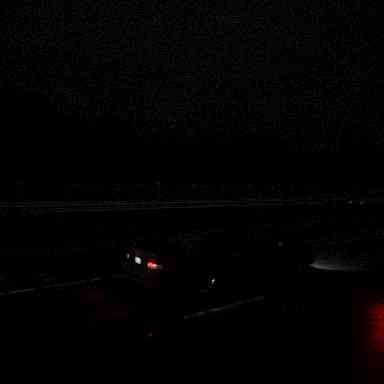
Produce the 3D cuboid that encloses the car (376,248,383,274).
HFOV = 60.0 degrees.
[{"bbox_3d":[6.800,1.597,8.547,4.718,1.301,1.895,0,0,-35],"label":"car"}]

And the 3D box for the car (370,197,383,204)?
[{"bbox_3d":[25.356,1.428,42.483,4.553,1.767,2.097,0,0,-33],"label":"car"}]

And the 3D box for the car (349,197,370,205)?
[{"bbox_3d":[23.428,1.471,45.404,4.553,1.767,2.097,0,0,-33],"label":"car"}]

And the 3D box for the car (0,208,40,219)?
[{"bbox_3d":[-8.413,1.600,15.177,4.718,1.301,1.895,0,0,-35],"label":"car"}]

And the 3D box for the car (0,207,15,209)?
[{"bbox_3d":[-12.297,1.600,21.005,4.718,1.301,1.895,0,0,-35],"label":"car"}]

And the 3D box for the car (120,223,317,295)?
[{"bbox_3d":[0.900,1.545,8.687,5.357,1.411,2.033,0,0,-34],"label":"car"}]
